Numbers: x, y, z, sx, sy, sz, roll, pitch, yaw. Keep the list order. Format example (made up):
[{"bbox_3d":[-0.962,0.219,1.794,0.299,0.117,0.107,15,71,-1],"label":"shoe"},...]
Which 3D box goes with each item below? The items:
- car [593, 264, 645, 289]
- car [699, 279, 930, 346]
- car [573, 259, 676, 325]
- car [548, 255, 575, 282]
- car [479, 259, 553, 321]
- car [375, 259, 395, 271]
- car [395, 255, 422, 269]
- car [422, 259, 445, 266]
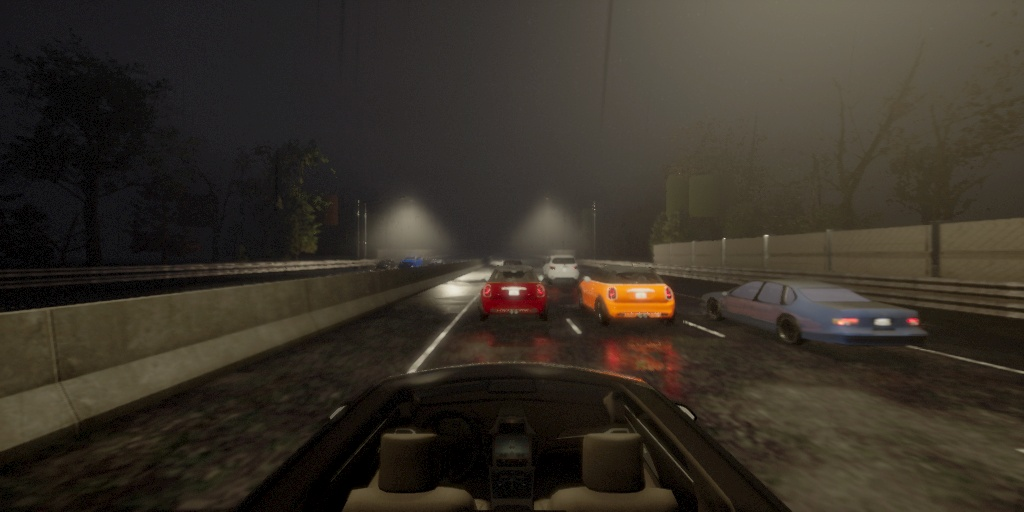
[{"bbox_3d":[7.050,1.288,24.297,2.033,1.411,5.357,0,0,1],"label":"car"},{"bbox_3d":[7.045,1.295,9.309,2.033,1.411,5.357,0,0,0],"label":"car"},{"bbox_3d":[3.566,1.098,11.986,2.097,1.767,4.553,0,0,0],"label":"car"},{"bbox_3d":[3.570,0.962,26.862,2.150,2.045,5.566,0,0,0],"label":"car"},{"bbox_3d":[0.070,1.097,12.653,2.097,1.767,4.553,0,0,0],"label":"car"},{"bbox_3d":[-17.581,1.225,50.222,1.837,1.490,4.892,0,0,0],"label":"car"},{"bbox_3d":[-14.080,0.942,50.193,2.150,2.045,5.566,0,0,0],"label":"car"},{"bbox_3d":[-10.583,1.212,50.353,2.128,1.511,4.902,0,0,0],"label":"car"}]
